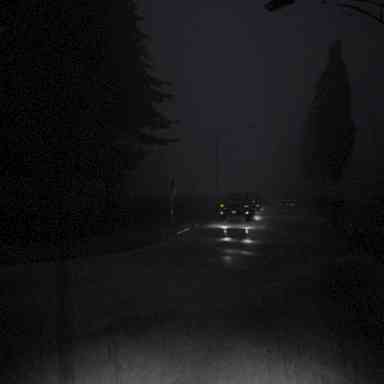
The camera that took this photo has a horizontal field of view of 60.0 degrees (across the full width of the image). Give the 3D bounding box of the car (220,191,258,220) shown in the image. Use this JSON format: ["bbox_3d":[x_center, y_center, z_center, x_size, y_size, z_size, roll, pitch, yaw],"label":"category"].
[{"bbox_3d":[3.672,1.030,26.211,2.150,2.045,5.566,-1,0,15],"label":"car"}]

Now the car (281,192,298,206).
[{"bbox_3d":[12.590,1.071,42.867,2.033,1.411,5.357,-1,0,15],"label":"car"}]

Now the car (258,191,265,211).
[{"bbox_3d":[6.434,0.924,36.274,2.150,2.045,5.566,-1,0,15],"label":"car"}]

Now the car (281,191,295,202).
[{"bbox_3d":[16.199,0.735,56.331,2.097,1.767,4.553,-1,0,15],"label":"car"}]
